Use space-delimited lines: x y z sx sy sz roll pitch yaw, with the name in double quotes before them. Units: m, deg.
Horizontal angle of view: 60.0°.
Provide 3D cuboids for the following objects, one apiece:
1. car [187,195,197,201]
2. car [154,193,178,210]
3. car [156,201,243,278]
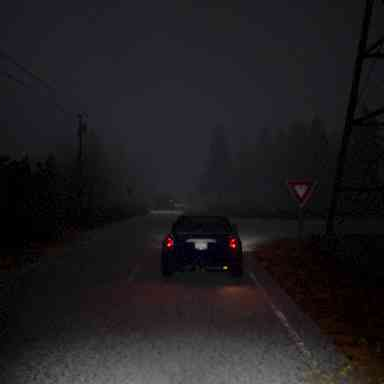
"car" 0.000 1.367 66.119 1.812 1.442 4.674 0 0 0
"car" -3.292 1.124 40.777 2.150 2.045 5.566 0 0 0
"car" 0.407 1.327 10.251 2.097 1.767 4.553 0 0 5
